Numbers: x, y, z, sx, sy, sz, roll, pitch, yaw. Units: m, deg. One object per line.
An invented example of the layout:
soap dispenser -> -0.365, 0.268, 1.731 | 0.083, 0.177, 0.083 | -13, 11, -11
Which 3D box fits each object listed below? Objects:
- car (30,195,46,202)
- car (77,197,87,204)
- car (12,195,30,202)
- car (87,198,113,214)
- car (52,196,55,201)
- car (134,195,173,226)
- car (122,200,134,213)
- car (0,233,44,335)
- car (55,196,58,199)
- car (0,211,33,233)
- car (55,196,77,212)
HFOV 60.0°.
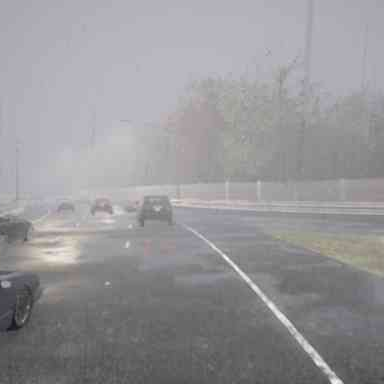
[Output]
car -> -36.926, 1.464, 78.293 | 4.892, 1.490, 1.837 | 0, 0, 42
car -> -21.538, 1.608, 65.748 | 1.994, 1.385, 4.181 | 0, 0, -37
car -> -39.377, 1.510, 75.794 | 4.674, 1.442, 1.812 | 0, 0, 42
car -> -9.639, 1.367, 35.238 | 2.097, 1.767, 4.553 | 0, 0, -19
car -> -32.584, 1.523, 80.658 | 1.895, 1.301, 4.718 | 0, 0, -33
car -> -2.726, 1.204, 23.544 | 2.150, 2.045, 5.566 | 0, 0, -12
car -> -6.537, 1.553, 36.955 | 1.994, 1.385, 4.181 | 0, 0, -19
car -> -3.593, 1.568, 3.795 | 2.033, 1.411, 5.357 | 0, 0, -3
car -> -28.770, 1.646, 75.298 | 1.994, 1.385, 4.181 | 0, 0, -36
car -> -8.088, 1.530, 13.593 | 2.128, 1.511, 4.902 | 0, 0, -8
car -> -15.109, 1.574, 39.856 | 1.812, 1.442, 4.674 | 0, 0, -22
